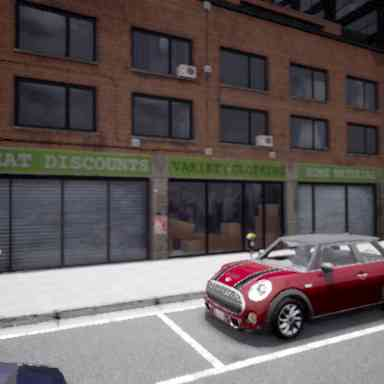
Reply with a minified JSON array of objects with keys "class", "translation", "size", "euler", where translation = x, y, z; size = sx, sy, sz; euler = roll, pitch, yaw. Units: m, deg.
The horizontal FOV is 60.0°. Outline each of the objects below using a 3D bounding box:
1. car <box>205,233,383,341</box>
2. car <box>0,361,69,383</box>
[{"class":"car","translation":[2.273,1.608,6.665],"size":[4.097,1.590,1.967],"euler":[0,-2,-26]},{"class":"car","translation":[-2.568,1.615,1.355],"size":[4.181,1.385,1.994],"euler":[0,-2,-26]}]
